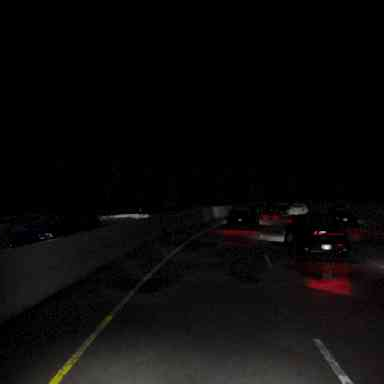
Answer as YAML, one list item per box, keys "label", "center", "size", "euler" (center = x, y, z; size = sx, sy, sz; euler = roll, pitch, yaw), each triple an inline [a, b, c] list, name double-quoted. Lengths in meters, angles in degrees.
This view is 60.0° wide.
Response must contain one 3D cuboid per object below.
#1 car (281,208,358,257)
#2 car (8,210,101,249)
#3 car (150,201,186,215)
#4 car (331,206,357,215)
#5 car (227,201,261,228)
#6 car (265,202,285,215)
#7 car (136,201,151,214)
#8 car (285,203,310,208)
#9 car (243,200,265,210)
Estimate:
- label: "car"
  center: [4.960, 1.636, 13.666]
  size: [1.837, 1.490, 4.892]
  euler: [0, -1, 9]
- label: "car"
  center: [-5.724, 1.589, 14.508]
  size: [1.882, 1.535, 5.008]
  euler: [0, -1, 9]
- label: "car"
  center: [-2.443, 1.859, 38.565]
  size: [1.882, 1.535, 5.008]
  euler: [0, -1, 23]
- label: "car"
  center: [11.508, 1.781, 25.558]
  size: [1.812, 1.442, 4.674]
  euler: [0, -1, 18]
- label: "car"
  center: [3.799, 1.707, 24.159]
  size: [1.882, 1.535, 5.008]
  euler: [0, -1, 15]
- label: "car"
  center: [10.220, 1.911, 40.466]
  size: [2.128, 1.511, 4.902]
  euler: [0, -1, 27]
- label: "car"
  center: [-5.080, 1.903, 41.271]
  size: [2.128, 1.511, 4.902]
  euler: [0, -1, 24]
- label: "car"
  center: [10.835, 1.868, 33.631]
  size: [1.812, 1.442, 4.674]
  euler: [0, -1, 23]
- label: "car"
  center: [10.147, 2.130, 54.504]
  size: [1.812, 1.442, 4.674]
  euler: [-1, -1, 35]
